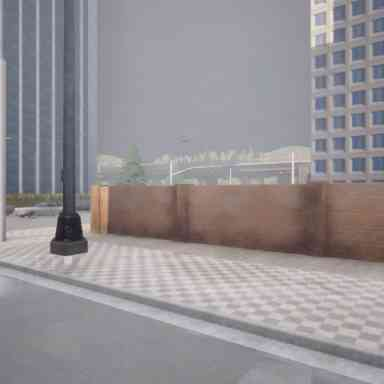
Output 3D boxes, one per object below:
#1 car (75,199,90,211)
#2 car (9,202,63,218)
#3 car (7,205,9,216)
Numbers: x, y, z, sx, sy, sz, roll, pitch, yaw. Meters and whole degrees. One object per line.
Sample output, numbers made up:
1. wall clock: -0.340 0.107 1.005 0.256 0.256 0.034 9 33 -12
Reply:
1. car: -12.366 1.547 37.458 2.033 1.411 5.357 0 0 35
2. car: -13.373 1.601 29.922 1.895 1.301 4.718 0 0 35
3. car: -18.176 1.547 29.228 2.033 1.411 5.357 0 0 32
